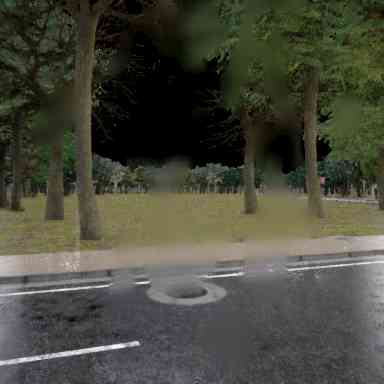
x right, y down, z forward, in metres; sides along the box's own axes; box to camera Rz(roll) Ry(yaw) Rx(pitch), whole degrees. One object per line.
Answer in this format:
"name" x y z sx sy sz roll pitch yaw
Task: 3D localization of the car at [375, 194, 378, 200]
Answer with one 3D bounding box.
"car" 45.089 1.225 80.156 1.812 1.442 4.674 0 0 5
